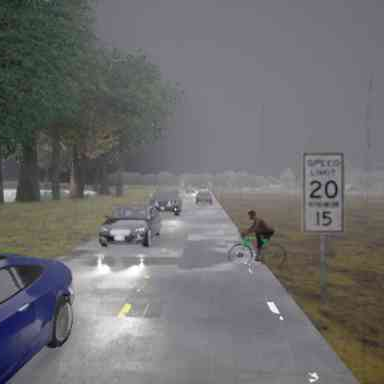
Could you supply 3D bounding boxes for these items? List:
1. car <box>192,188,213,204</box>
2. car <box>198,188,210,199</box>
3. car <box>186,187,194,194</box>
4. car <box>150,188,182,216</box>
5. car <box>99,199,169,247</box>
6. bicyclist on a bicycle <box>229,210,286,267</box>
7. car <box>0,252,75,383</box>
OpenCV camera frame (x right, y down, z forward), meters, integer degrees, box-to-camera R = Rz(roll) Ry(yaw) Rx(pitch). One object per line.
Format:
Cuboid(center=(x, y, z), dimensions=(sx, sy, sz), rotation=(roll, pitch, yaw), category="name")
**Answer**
Cuboid(center=(1.418, 0.608, 39.149), dimensions=(2.128, 1.511, 4.902), rotation=(0, 2, 2), category="car")
Cuboid(center=(1.839, 0.240, 51.024), dimensions=(1.882, 1.535, 5.008), rotation=(0, 1, 2), category="car")
Cuboid(center=(-0.332, -0.365, 70.069), dimensions=(1.837, 1.490, 4.892), rotation=(0, 2, 2), category="car")
Cuboid(center=(-1.981, 0.702, 26.128), dimensions=(2.150, 2.045, 5.566), rotation=(0, 2, 2), category="car")
Cuboid(center=(-2.423, 1.288, 14.010), dimensions=(2.128, 1.511, 4.902), rotation=(0, 1, 2), category="car")
Cuboid(center=(1.870, 1.349, 9.499), dimensions=(1.656, 1.620, 0.582), rotation=(0, 1, 2), category="bicyclist on a bicycle")
Cuboid(center=(-2.795, 1.488, 3.547), dimensions=(1.812, 1.442, 4.674), rotation=(0, 0, 2), category="car")
